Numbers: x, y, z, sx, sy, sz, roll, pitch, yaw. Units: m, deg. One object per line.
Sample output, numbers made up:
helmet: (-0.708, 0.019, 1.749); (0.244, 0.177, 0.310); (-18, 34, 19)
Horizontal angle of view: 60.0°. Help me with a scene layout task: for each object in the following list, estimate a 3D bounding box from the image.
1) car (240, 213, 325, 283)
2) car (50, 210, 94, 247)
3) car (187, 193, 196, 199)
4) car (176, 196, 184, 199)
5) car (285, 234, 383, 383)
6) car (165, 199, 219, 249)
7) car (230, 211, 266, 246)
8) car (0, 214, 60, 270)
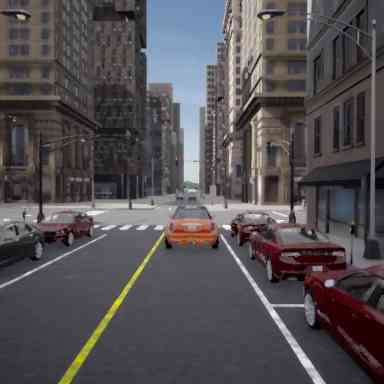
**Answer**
car: (2.752, 1.540, 9.523); (1.887, 1.381, 4.507); (-1, 0, 0)
car: (-5.773, 1.539, 15.028); (1.887, 1.381, 4.507); (-1, 0, 0)
car: (0.070, 1.457, 75.406); (1.837, 1.490, 4.892); (0, 0, 0)
car: (-2.920, 1.527, 80.374); (1.895, 1.301, 4.718); (0, 0, 0)
car: (2.752, 1.541, 4.017); (1.887, 1.381, 4.507); (-1, 0, 0)
car: (0.000, 1.361, 14.622); (2.097, 1.767, 4.553); (0, 0, 0)
car: (2.752, 1.539, 15.028); (1.887, 1.381, 4.507); (-1, 0, 0)
car: (-5.773, 1.546, 9.523); (2.008, 1.369, 4.403); (-1, 0, 0)
